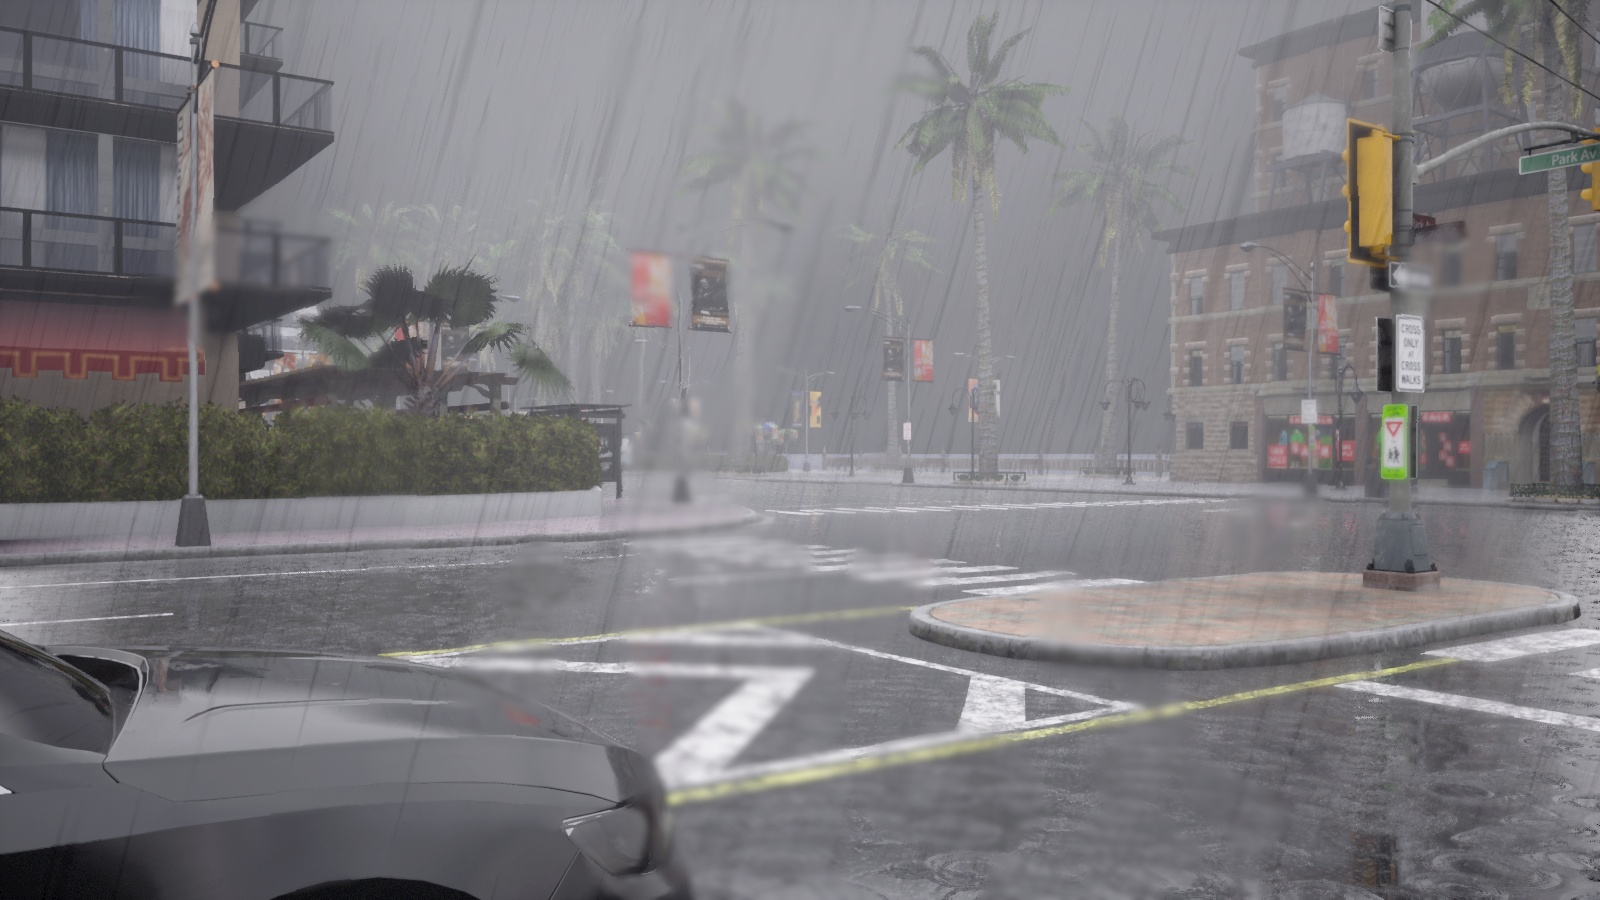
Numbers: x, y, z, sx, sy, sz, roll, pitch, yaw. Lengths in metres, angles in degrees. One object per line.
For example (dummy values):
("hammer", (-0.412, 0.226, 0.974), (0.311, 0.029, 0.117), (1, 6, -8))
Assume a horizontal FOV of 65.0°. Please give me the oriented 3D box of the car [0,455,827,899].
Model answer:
("car", (-2.478, 0.760, 1.933), (4.892, 1.490, 1.837), (0, 0, -35))
